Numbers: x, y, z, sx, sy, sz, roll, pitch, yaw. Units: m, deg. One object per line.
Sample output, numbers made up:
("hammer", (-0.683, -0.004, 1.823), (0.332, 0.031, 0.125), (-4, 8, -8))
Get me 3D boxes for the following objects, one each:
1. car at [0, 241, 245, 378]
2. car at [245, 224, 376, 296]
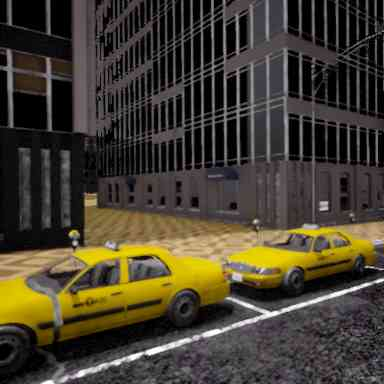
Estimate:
("car", (-1.554, 1.531, 5.465), (4.829, 1.417, 1.752), (0, -1, -35))
("car", (2.952, 1.551, 8.679), (4.829, 1.417, 1.752), (0, -1, -35))
